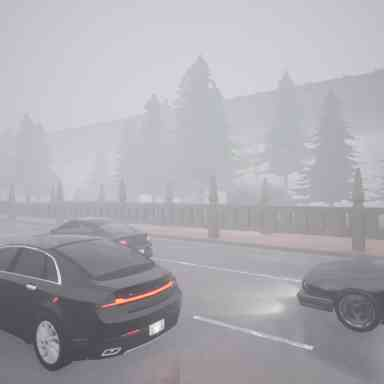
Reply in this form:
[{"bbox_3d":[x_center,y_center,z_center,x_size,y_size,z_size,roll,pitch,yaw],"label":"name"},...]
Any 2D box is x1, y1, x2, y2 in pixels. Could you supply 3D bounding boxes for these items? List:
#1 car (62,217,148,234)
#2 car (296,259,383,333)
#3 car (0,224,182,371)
[{"bbox_3d":[-3.320,1.526,10.651,4.674,1.442,1.812,0,0,35],"label":"car"},{"bbox_3d":[4.492,1.547,5.087,5.357,1.411,2.033,0,0,35],"label":"car"},{"bbox_3d":[-2.428,1.505,5.721,4.892,1.490,1.837,0,0,35],"label":"car"}]
